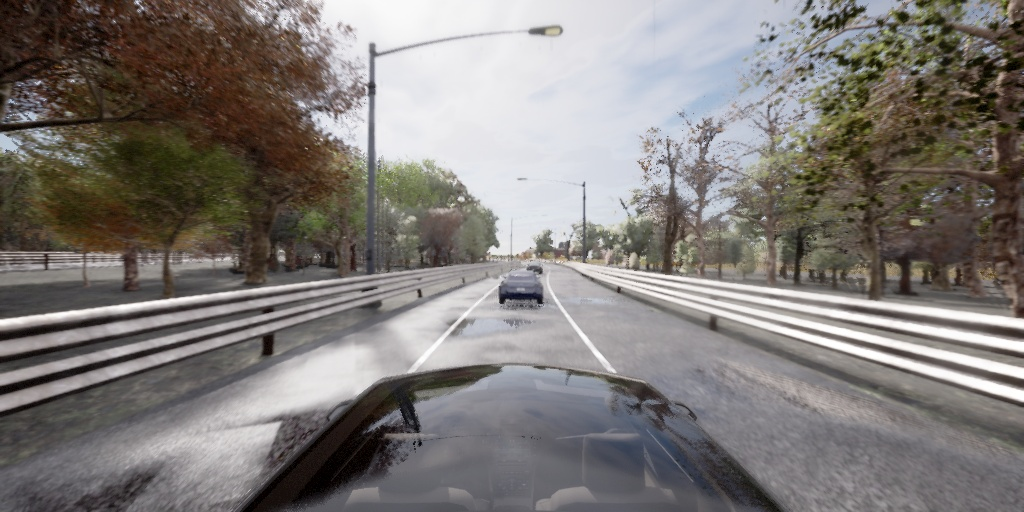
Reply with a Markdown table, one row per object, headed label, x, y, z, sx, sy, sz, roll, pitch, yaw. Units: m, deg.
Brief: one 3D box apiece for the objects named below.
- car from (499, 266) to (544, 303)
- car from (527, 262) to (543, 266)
| label | x | y | z | sx | sy | sz | roll | pitch | yaw |
| --- | --- | --- | --- | --- | --- | --- | --- | --- | --- |
| car | 0.466 | 1.376 | 17.099 | 1.994 | 1.385 | 4.181 | 0 | 0 | 3 |
| car | 2.856 | 1.480 | 44.596 | 1.812 | 1.442 | 4.674 | 0 | 0 | 7 |
